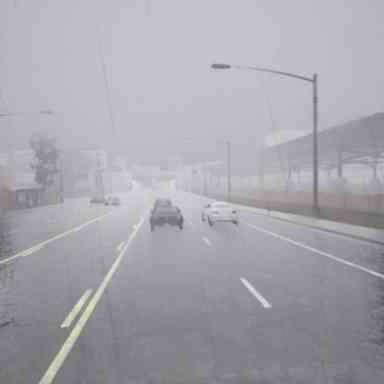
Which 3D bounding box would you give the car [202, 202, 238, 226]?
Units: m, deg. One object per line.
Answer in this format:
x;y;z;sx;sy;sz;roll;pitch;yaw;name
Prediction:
1.784;1.367;22.051;1.812;1.442;4.674;-1;0;-5;car

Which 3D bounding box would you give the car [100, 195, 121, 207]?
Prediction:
-11.423;1.347;48.049;2.128;1.511;4.902;-1;1;-5;car

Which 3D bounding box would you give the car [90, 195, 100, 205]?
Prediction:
-15.639;1.291;55.647;1.882;1.535;5.008;-1;1;-5;car

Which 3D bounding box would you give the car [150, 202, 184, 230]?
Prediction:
-1.583;1.506;20.532;1.895;1.301;4.718;-1;0;-5;car

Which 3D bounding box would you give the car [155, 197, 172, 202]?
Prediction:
-3.425;1.318;39.722;2.163;1.488;4.792;-1;0;-5;car
